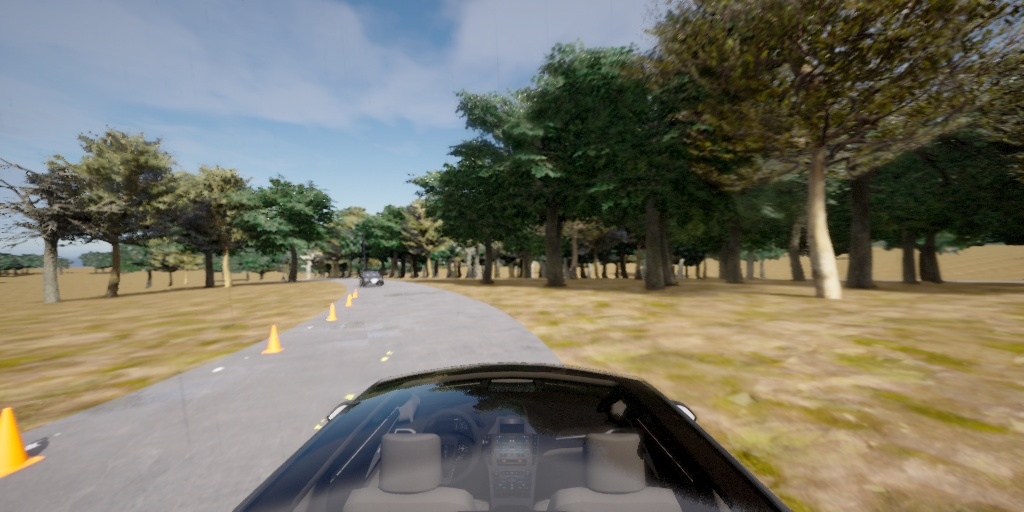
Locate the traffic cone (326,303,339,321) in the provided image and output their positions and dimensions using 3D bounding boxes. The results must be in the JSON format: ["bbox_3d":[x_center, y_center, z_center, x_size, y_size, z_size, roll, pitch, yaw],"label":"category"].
[{"bbox_3d":[-6.422,1.989,12.836,0.340,0.580,0.340,0,0,-15],"label":"traffic cone"}]

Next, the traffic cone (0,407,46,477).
[{"bbox_3d":[-4.966,1.795,3.528,0.340,0.580,0.340,0,0,-3],"label":"traffic cone"}]

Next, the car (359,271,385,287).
[{"bbox_3d":[-14.093,2.290,35.819,2.128,1.511,4.902,-1,-2,-29],"label":"car"}]

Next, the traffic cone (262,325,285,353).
[{"bbox_3d":[-5.451,1.881,8.220,0.340,0.580,0.340,0,0,-9],"label":"traffic cone"}]

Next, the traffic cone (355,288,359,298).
[{"bbox_3d":[-9.590,2.266,22.009,0.340,0.580,0.340,0,0,-21],"label":"traffic cone"}]

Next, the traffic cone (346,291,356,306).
[{"bbox_3d":[-7.875,2.119,17.383,0.340,0.580,0.340,0,0,-20],"label":"traffic cone"}]
